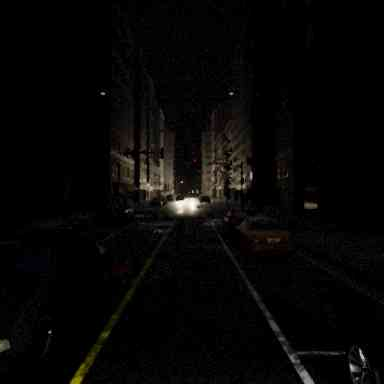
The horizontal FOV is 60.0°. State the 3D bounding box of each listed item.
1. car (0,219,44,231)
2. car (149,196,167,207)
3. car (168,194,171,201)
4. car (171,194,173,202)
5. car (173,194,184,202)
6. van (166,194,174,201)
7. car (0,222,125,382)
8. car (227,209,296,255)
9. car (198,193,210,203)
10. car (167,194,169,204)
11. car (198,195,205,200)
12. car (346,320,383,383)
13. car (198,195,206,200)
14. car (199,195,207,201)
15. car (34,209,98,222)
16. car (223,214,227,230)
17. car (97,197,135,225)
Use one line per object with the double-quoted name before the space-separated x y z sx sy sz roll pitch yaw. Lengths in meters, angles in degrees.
"car" -5.384 1.549 7.490 2.008 1.369 4.403 0 0 0
"car" -5.370 1.523 50.191 2.008 1.369 4.403 0 0 0
"car" -5.367 1.489 60.929 1.752 1.417 4.829 0 0 0
"car" -5.361 1.513 77.462 1.947 1.339 4.313 0 0 0
"car" -2.725 1.425 75.698 1.882 1.535 5.008 0 0 0
"van" -5.359 1.282 82.915 1.690 1.788 3.998 0 0 0
"car" -2.848 1.546 6.053 2.033 1.411 5.357 0 0 0
"car" 2.643 1.520 13.061 1.752 1.417 4.829 0 0 0
"car" 2.660 1.399 66.543 1.967 1.590 4.097 0 0 0
"car" -5.368 1.513 55.646 1.887 1.381 4.507 0 0 0
"car" 2.669 1.455 93.985 1.752 1.417 4.829 0 0 0
"car" 2.639 1.566 2.065 1.947 1.339 4.313 0 0 0
"car" 2.667 1.486 88.361 2.008 1.369 4.403 0 0 0
"car" 2.666 1.486 82.907 1.887 1.381 4.507 0 0 0
"car" -5.383 1.546 12.903 2.008 1.369 4.403 0 0 0
"car" 2.644 1.574 18.304 1.802 1.307 4.206 0 0 0
"car" -5.379 1.304 23.728 2.192 1.841 5.009 0 0 0
